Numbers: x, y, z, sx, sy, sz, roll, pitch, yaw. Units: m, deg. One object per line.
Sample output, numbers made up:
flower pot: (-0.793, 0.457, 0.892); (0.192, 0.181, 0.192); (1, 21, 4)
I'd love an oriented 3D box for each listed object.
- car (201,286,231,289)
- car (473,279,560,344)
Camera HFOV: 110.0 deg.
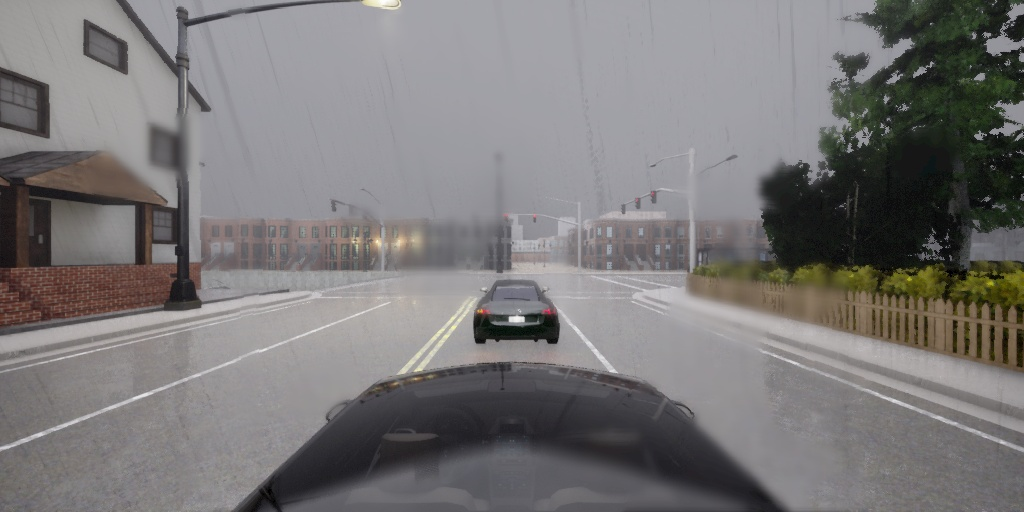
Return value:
car: (-22.429, 3.308, 26.870); (5.566, 2.045, 2.150); (-13, 1, -1)
car: (0.102, 1.314, 9.612); (1.994, 1.385, 4.181); (0, 0, 0)
